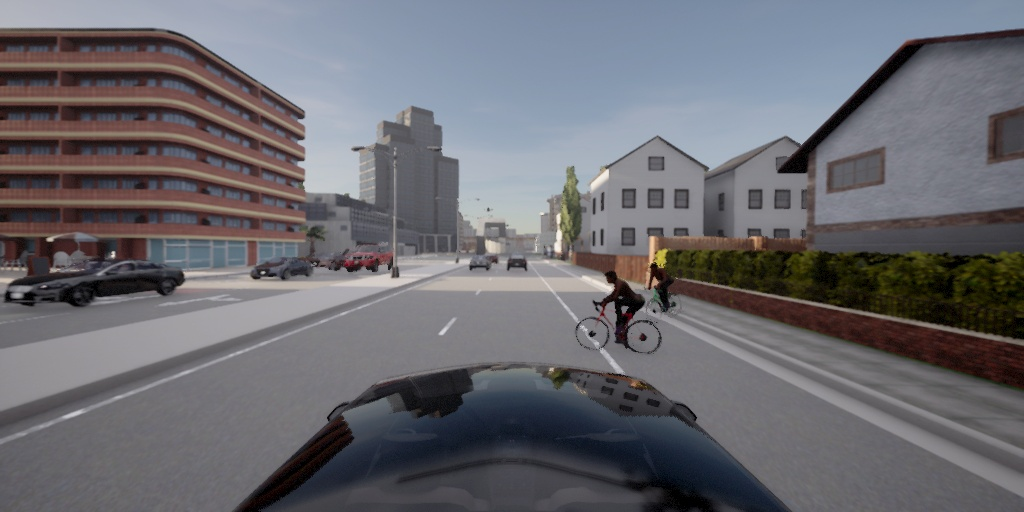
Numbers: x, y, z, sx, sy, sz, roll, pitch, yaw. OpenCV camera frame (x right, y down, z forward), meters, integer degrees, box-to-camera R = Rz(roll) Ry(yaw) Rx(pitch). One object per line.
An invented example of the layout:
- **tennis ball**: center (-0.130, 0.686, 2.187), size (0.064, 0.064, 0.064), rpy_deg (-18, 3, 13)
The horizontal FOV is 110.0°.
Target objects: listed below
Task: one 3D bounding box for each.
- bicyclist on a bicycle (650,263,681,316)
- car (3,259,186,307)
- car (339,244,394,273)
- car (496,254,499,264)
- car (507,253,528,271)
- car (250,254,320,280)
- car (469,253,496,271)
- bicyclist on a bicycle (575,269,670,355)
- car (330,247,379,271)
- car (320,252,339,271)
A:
- **bicyclist on a bicycle**: center (4.238, 1.005, 10.170), size (1.656, 1.620, 0.582), rpy_deg (-8, -2, -33)
- **car**: center (-14.948, 0.886, 13.306), size (2.128, 1.511, 4.902), rpy_deg (0, 1, 1)
- **car**: center (-11.128, 0.063, 28.540), size (2.150, 2.045, 5.566), rpy_deg (0, 1, 1)
- **car**: center (-2.807, 0.263, 48.646), size (1.882, 1.535, 5.008), rpy_deg (0, 1, 1)
- **car**: center (0.504, 0.569, 34.770), size (1.882, 1.535, 5.008), rpy_deg (0, 1, 1)
- **car**: center (-14.808, 0.759, 23.309), size (1.994, 1.385, 4.181), rpy_deg (0, 1, 0)
- **car**: center (-3.000, 0.613, 34.625), size (2.033, 1.411, 5.357), rpy_deg (0, 1, 1)
- **bicyclist on a bicycle**: center (2.089, 1.112, 7.057), size (1.656, 1.620, 0.582), rpy_deg (2, 1, 13)
- **car**: center (-14.613, 0.208, 33.757), size (2.150, 2.045, 5.566), rpy_deg (0, 1, 1)
- **car**: center (-14.630, 0.360, 28.626), size (1.994, 1.385, 4.181), rpy_deg (0, 1, 1)
